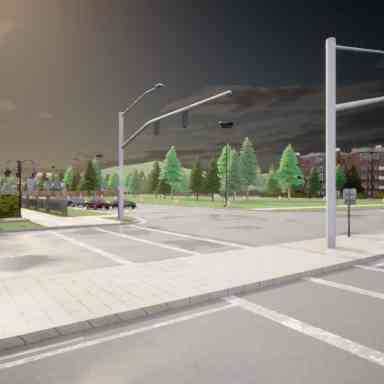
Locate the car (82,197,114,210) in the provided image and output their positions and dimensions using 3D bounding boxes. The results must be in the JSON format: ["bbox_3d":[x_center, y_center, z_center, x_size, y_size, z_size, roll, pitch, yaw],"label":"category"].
[{"bbox_3d":[-12.176,1.601,42.789,1.895,1.301,4.718,0,0,-36],"label":"car"}]

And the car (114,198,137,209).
[{"bbox_3d":[-9.390,1.547,44.899,2.033,1.411,5.357,0,0,-36],"label":"car"}]

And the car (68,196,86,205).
[{"bbox_3d":[-21.285,1.478,61.356,1.882,1.535,5.008,0,0,-36],"label":"car"}]

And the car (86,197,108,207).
[{"bbox_3d":[-15.186,1.505,52.891,1.837,1.490,4.892,0,0,-36],"label":"car"}]

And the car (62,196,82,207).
[{"bbox_3d":[-17.586,1.505,50.232,1.837,1.490,4.892,0,0,-36],"label":"car"}]

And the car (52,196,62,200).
[{"bbox_3d":[-23.423,1.505,58.317,1.837,1.490,4.892,0,0,-36],"label":"car"}]
